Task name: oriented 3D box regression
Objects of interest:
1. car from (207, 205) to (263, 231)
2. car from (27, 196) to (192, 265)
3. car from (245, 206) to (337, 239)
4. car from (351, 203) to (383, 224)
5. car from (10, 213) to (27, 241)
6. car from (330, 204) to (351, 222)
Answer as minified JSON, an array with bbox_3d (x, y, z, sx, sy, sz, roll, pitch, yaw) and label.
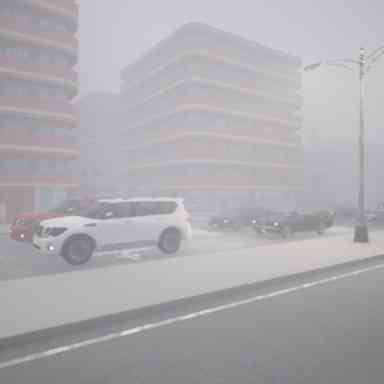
[{"bbox_3d":[3.532,1.540,20.585,5.357,1.411,2.033,0,0,-35],"label":"car"},{"bbox_3d":[-2.597,1.208,11.955,5.566,2.045,2.150,0,0,-35],"label":"car"},{"bbox_3d":[5.323,1.599,17.568,4.718,1.301,1.895,0,0,-35],"label":"car"},{"bbox_3d":[13.804,1.501,23.534,4.902,1.511,2.128,0,0,-35],"label":"car"},{"bbox_3d":[-4.834,1.202,14.665,5.566,2.045,2.150,0,0,-36],"label":"car"},{"bbox_3d":[11.631,1.605,26.286,4.718,1.301,1.895,0,0,-35],"label":"car"}]
